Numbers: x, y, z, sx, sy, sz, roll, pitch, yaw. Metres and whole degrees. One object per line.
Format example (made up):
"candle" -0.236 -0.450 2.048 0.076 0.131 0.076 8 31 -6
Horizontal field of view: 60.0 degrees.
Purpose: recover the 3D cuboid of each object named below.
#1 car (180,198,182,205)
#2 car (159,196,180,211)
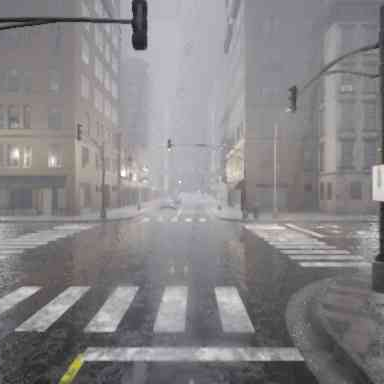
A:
"car" -2.812 1.497 58.286 1.837 1.490 4.892 0 0 1
"car" -2.935 1.538 41.385 2.033 1.411 5.357 0 0 1
